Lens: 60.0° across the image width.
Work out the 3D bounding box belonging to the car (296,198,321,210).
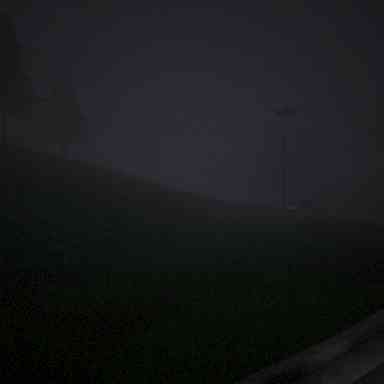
[{"bbox_3d":[15.155,1.580,43.607,2.128,1.511,4.902,0,0,-3],"label":"car"}]
